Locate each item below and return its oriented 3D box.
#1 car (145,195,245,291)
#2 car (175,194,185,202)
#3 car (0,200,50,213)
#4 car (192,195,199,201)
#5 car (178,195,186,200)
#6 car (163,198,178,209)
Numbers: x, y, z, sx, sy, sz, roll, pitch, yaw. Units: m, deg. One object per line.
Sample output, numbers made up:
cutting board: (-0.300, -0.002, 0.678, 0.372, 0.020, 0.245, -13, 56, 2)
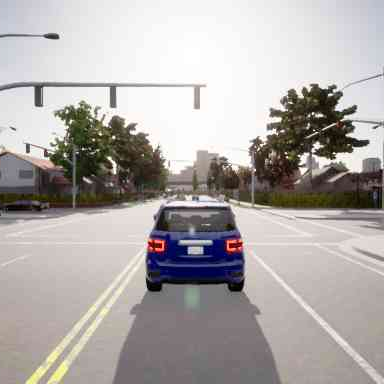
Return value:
car: (0.071, 1.222, 9.119, 2.150, 2.045, 5.566, 0, 0, 0)
car: (-2.651, 1.355, 75.191, 2.097, 1.767, 4.553, 0, 0, 0)
car: (-18.549, 1.547, 36.686, 5.357, 1.411, 2.033, 0, 0, 3)
car: (0.932, 1.478, 88.078, 1.882, 1.535, 5.008, 0, 0, 0)
car: (-2.557, 1.544, 89.777, 1.994, 1.385, 4.181, 0, 0, 0)
car: (-2.937, 1.526, 46.230, 1.812, 1.442, 4.674, 0, 0, 0)
